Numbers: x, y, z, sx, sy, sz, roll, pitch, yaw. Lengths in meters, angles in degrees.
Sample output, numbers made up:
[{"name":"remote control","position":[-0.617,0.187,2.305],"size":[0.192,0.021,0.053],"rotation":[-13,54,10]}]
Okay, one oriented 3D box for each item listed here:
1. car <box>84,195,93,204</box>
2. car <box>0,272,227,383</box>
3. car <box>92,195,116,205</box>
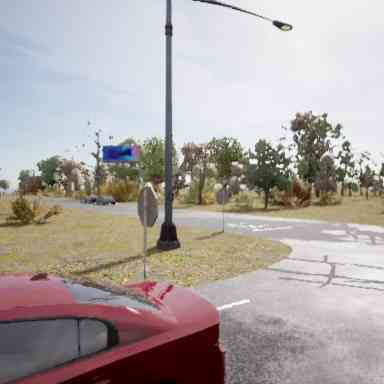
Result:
[{"name":"car","position":[-17.938,1.347,59.762],"size":[1.837,1.490,4.892],"rotation":[0,0,-34]},{"name":"car","position":[-2.009,1.479,2.448],"size":[5.008,1.535,1.882],"rotation":[0,0,-35]},{"name":"car","position":[-13.941,1.403,53.852],"size":[2.033,1.411,5.357],"rotation":[0,0,-33]}]
